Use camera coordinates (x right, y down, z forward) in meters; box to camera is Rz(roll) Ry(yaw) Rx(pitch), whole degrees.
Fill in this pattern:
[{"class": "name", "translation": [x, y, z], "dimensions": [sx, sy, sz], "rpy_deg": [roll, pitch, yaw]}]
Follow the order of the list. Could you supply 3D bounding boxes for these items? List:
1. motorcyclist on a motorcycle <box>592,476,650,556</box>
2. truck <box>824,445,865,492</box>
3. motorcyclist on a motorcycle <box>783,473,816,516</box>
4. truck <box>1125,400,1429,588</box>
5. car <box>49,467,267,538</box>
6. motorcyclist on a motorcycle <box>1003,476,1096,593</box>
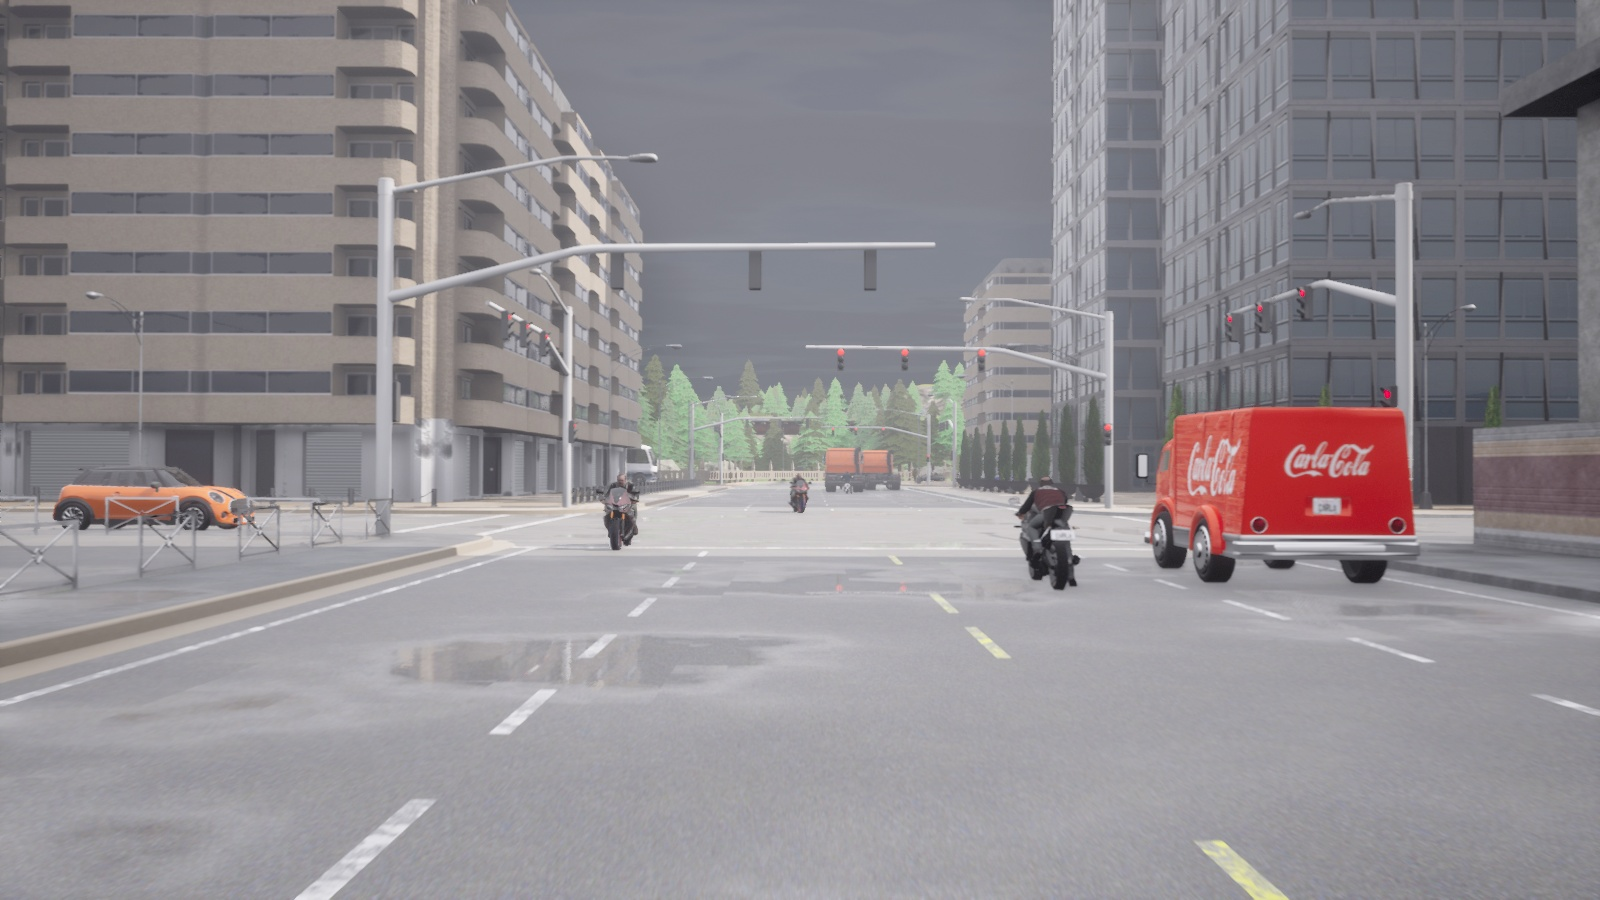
[{"class": "motorcyclist on a motorcycle", "translation": [-3.565, 1.285, 25.212], "dimensions": [0.866, 1.530, 2.191], "rpy_deg": [0, -1, 0]}, {"class": "truck", "translation": [3.369, 1.433, 96.384], "dimensions": [2.891, 3.462, 7.936], "rpy_deg": [0, -1, 1]}, {"class": "motorcyclist on a motorcycle", "translation": [-0.032, 1.662, 47.347], "dimensions": [0.866, 1.530, 2.191], "rpy_deg": [0, -1, -9]}, {"class": "truck", "translation": [6.951, 0.621, 19.151], "dimensions": [2.627, 2.467, 5.204], "rpy_deg": [0, -1, 0]}, {"class": "car", "translation": [-16.528, 1.339, 32.492], "dimensions": [4.553, 1.767, 2.097], "rpy_deg": [0, -1, 0]}, {"class": "motorcyclist on a motorcycle", "translation": [3.456, 1.131, 17.607], "dimensions": [0.866, 1.530, 2.191], "rpy_deg": [0, -1, 0]}]
